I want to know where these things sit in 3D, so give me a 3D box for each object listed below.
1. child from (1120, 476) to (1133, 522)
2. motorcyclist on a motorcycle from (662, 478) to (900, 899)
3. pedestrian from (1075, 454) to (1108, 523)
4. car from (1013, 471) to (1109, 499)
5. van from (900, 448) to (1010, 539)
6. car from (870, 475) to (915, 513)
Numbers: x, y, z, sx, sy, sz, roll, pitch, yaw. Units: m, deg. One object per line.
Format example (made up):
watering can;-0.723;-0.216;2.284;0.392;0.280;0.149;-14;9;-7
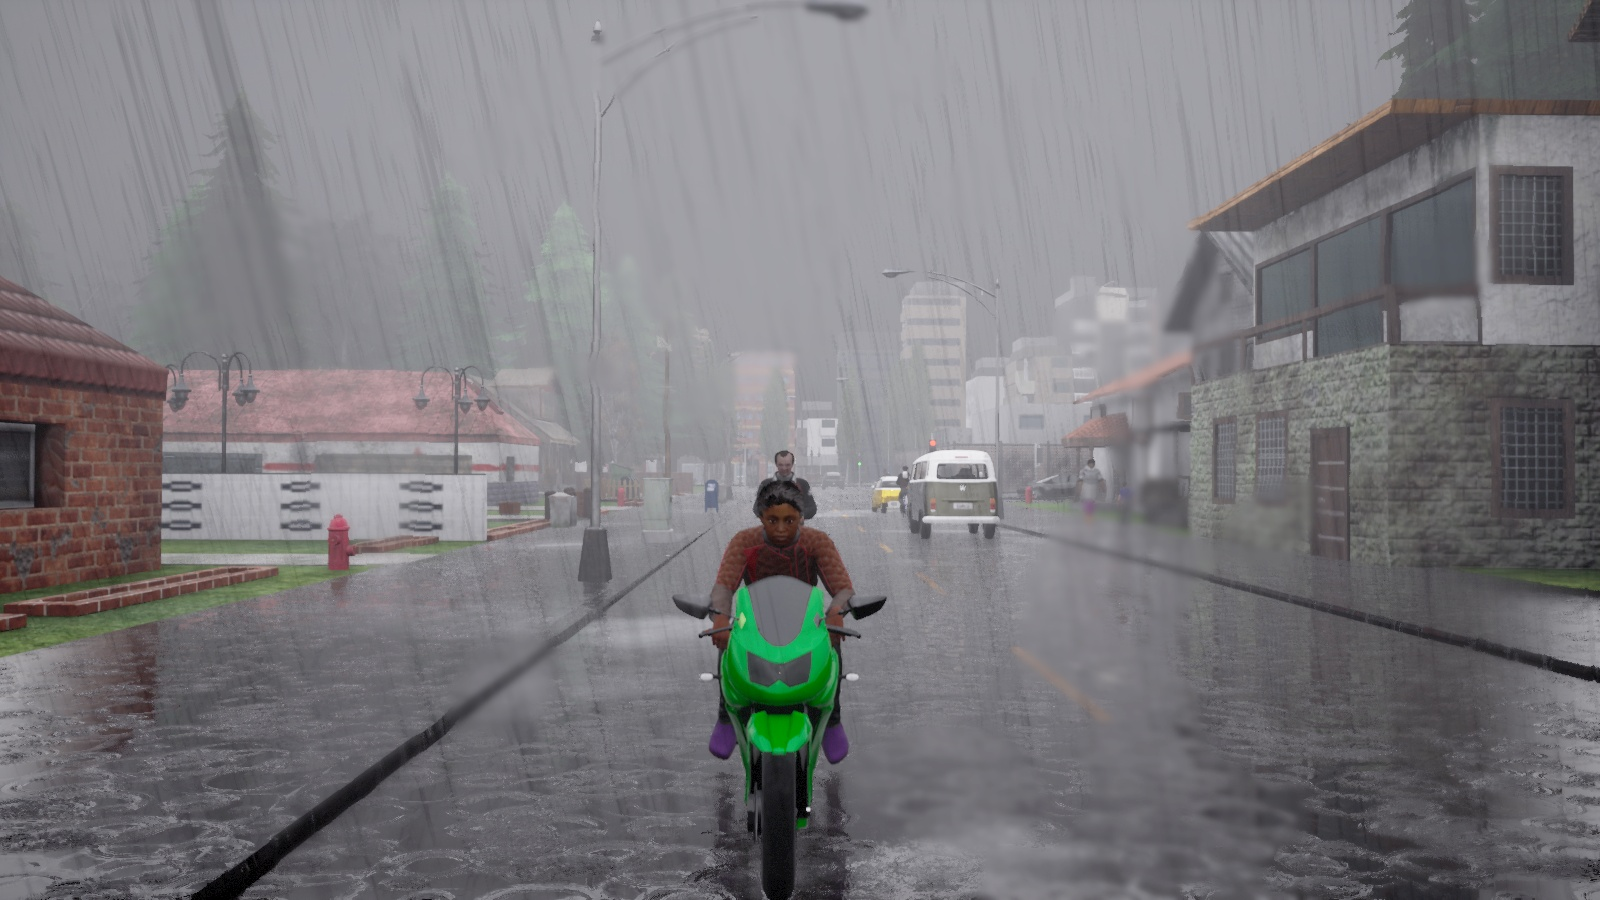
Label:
child;8.947;1.345;34.418;0.270;1.263;0.437;0;-1;8
motorcyclist on a motorcycle;-0.075;0.885;5.259;0.797;1.523;2.044;0;-1;-1
pedestrian;8.323;1.092;35.887;0.659;1.952;0.873;0;-1;-5
car;14.305;1.913;68.995;4.792;1.488;2.163;0;-1;-1
van;3.663;1.032;30.532;2.069;2.038;4.480;0;-1;-1
car;3.493;1.654;47.662;1.481;1.376;2.207;0;-1;-1
